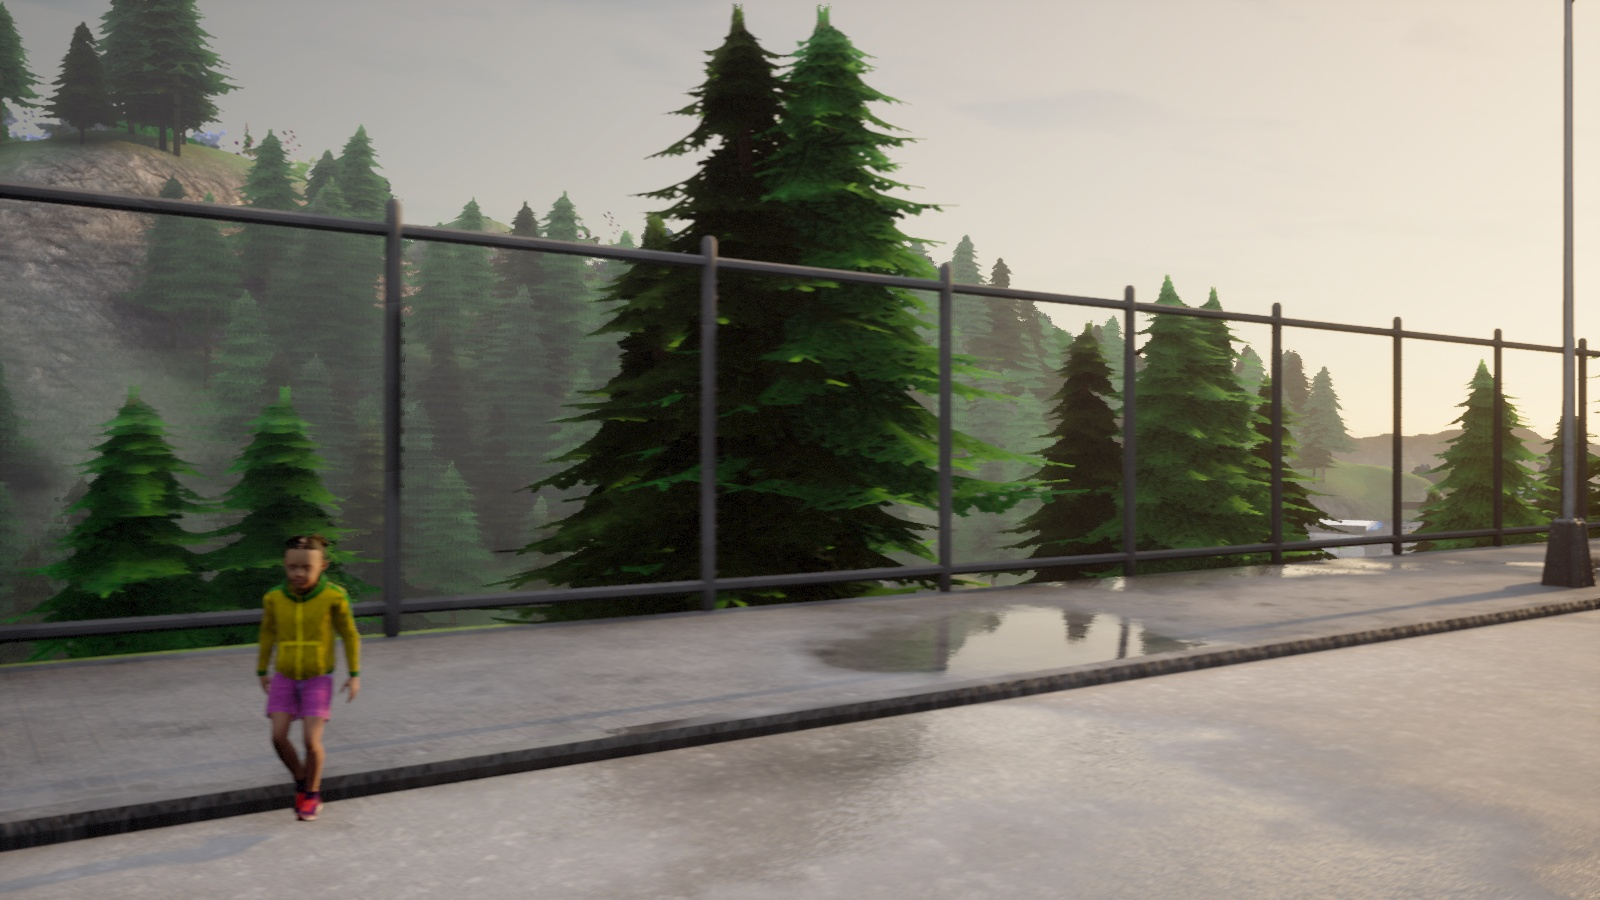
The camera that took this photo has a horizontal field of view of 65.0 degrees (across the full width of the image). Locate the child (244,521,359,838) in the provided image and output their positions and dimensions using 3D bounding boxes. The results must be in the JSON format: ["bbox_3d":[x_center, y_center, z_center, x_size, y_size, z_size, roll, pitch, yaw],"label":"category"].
[{"bbox_3d":[-1.956,0.873,4.956,0.299,1.160,0.473,0,0,-5],"label":"child"}]
